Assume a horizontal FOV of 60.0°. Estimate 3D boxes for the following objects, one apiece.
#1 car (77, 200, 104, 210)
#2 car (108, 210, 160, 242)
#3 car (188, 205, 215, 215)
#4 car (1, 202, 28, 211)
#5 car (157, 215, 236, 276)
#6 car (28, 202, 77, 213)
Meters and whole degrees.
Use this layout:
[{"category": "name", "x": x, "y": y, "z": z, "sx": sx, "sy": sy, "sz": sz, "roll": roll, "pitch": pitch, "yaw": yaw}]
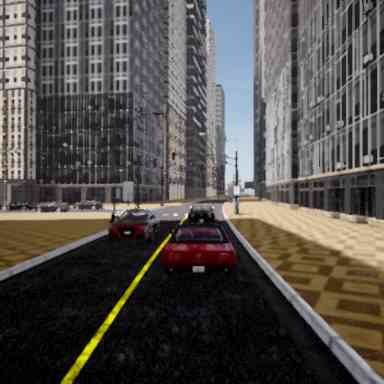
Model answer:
[{"category": "car", "x": -15.005, "y": 1.914, "z": 48.149, "sx": 4.403, "sy": 1.369, "sz": 2.008, "roll": -1, "pitch": 0, "yaw": 12}, {"category": "car", "x": -2.761, "y": 1.592, "z": 16.577, "sx": 1.994, "sy": 1.385, "sz": 4.181, "roll": 0, "pitch": 0, "yaw": 2}, {"category": "car", "x": 0.763, "y": 1.641, "z": 24.781, "sx": 1.895, "sy": 1.301, "sz": 4.718, "roll": 0, "pitch": 0, "yaw": 3}, {"category": "car", "x": -26.012, "y": 2.125, "z": 50.469, "sx": 4.313, "sy": 1.339, "sz": 1.947, "roll": -1, "pitch": 0, "yaw": 12}, {"category": "car", "x": 0.228, "y": 1.621, "z": 10.423, "sx": 1.895, "sy": 1.301, "sz": 4.718, "roll": 0, "pitch": 0, "yaw": 2}, {"category": "car", "x": -16.733, "y": 1.863, "z": 39.950, "sx": 4.403, "sy": 1.369, "sz": 2.008, "roll": -1, "pitch": 0, "yaw": 12}]
